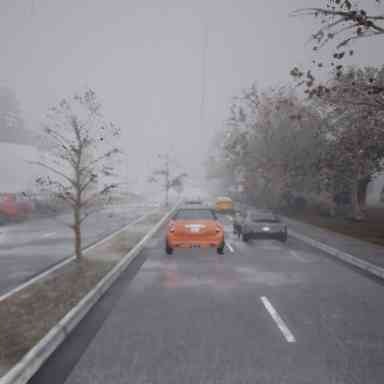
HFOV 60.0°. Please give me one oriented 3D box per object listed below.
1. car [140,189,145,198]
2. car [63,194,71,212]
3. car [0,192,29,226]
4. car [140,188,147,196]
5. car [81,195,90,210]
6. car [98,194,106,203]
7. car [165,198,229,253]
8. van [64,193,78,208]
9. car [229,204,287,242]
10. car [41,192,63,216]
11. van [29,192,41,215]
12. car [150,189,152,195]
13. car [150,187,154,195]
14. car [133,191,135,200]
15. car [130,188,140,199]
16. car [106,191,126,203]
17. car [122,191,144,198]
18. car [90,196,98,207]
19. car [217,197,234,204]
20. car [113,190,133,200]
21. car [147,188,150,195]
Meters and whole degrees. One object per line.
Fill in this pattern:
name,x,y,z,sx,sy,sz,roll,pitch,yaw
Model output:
car,-13.632,0.709,72.290,5.366,1.575,1.946,-1,1,-20
car,-13.840,1.266,30.252,4.892,1.521,2.231,-1,1,-20
car,-13.884,1.119,21.285,5.566,2.045,2.435,-1,1,-20
car,-13.830,0.405,75.212,5.566,2.045,2.435,-1,1,-20
car,-13.812,1.068,36.225,4.553,1.767,2.185,-1,1,-20
car,-13.808,1.152,42.217,4.792,1.488,2.163,-1,0,-20
car,0.105,1.299,13.536,2.097,1.767,4.553,0,0,0
van,-13.954,1.006,33.189,4.442,1.987,1.878,-1,1,-20
car,3.107,1.491,15.926,1.994,1.385,4.181,0,1,0
car,-13.827,1.048,27.281,5.566,2.045,2.435,-1,0,-20
van,-13.746,1.108,24.328,4.442,1.987,1.878,-1,0,-20
car,-13.791,0.407,87.239,4.674,1.452,2.002,-1,1,-20
car,-13.779,0.286,90.237,5.008,1.535,2.097,-1,2,-20
car,-13.817,0.905,63.218,4.674,1.452,2.002,-1,1,-20
car,-13.787,0.571,66.233,5.566,2.045,2.435,-1,1,-20
car,-13.796,1.010,54.222,4.792,1.488,2.163,-1,0,-20
car,-13.824,0.620,78.217,4.792,1.488,2.163,-1,2,-20
car,-13.832,1.199,39.199,4.674,1.452,2.002,-1,1,-20
car,3.113,1.210,33.378,1.882,1.535,5.008,0,1,0
car,-13.988,0.907,60.145,5.366,1.575,1.946,-1,1,-20
car,-13.824,0.320,84.225,4.553,1.767,2.185,-1,1,-20
